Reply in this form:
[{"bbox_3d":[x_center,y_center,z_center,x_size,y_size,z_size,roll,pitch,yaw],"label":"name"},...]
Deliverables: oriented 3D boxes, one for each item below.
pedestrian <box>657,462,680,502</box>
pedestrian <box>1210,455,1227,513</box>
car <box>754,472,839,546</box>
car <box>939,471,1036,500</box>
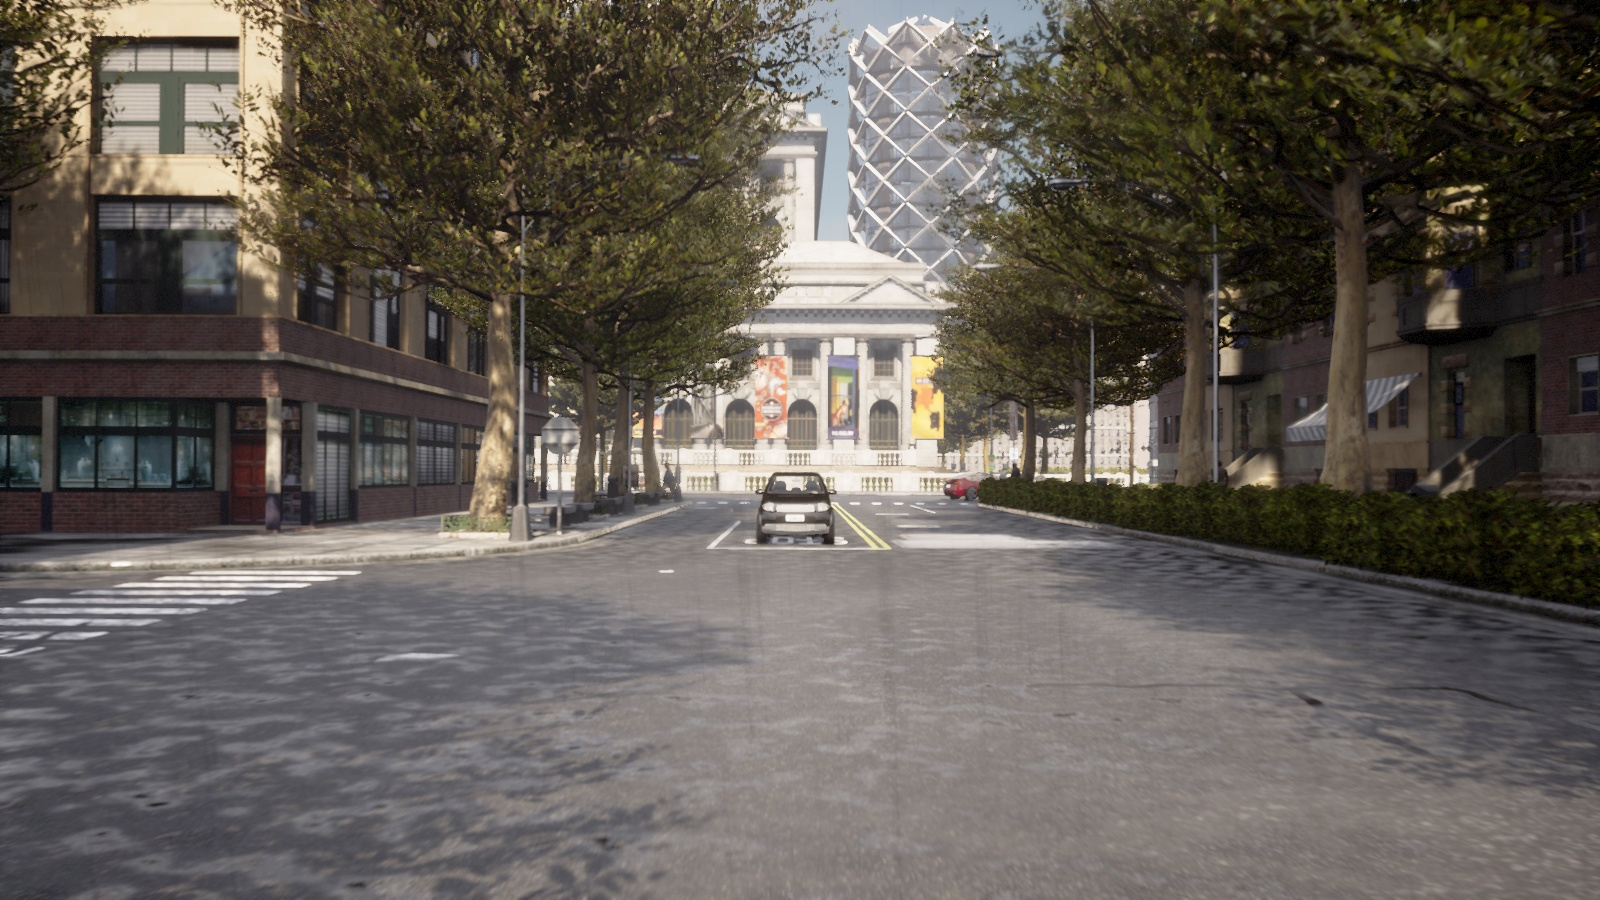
[{"bbox_3d":[-6.292,1.521,59.941,0.900,1.855,0.874,0,-1,-21],"label":"pedestrian"},{"bbox_3d":[13.366,1.089,40.090,0.331,1.846,0.634,0,-1,0],"label":"pedestrian"},{"bbox_3d":[-0.077,1.266,28.204,1.789,1.549,3.705,0,-1,0],"label":"car"},{"bbox_3d":[10.229,1.921,68.547,4.792,1.488,2.163,0,-1,-21],"label":"car"}]
